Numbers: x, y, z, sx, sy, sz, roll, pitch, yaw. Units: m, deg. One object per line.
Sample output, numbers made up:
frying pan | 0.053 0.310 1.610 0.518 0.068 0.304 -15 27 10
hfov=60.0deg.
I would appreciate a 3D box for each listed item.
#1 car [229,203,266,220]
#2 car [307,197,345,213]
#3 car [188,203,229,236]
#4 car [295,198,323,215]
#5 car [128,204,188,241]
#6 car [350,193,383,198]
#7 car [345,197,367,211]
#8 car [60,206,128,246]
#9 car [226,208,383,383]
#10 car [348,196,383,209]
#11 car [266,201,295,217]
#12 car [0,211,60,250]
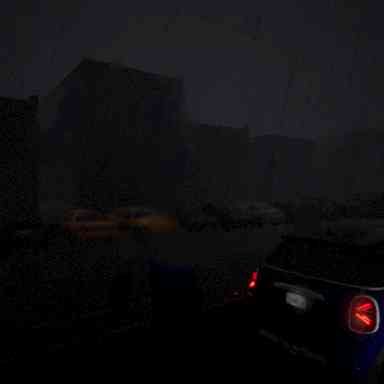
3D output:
car | 1.734 1.425 20.008 2.163 1.488 4.792 0 0 -36
car | 8.461 1.232 24.822 2.185 1.767 4.553 0 0 -36
car | -0.506 1.440 18.404 2.163 1.488 4.792 0 0 -36
car | 6.184 1.398 23.267 2.163 1.488 4.792 0 0 -36
car | -2.658 1.424 16.672 1.946 1.575 5.366 0 0 -36
car | 15.151 1.080 29.685 2.435 2.045 5.566 0 0 -36
car | 10.688 1.347 26.448 2.097 1.535 5.008 0 0 -36
car | -5.120 1.441 15.364 1.946 1.575 5.366 0 0 -36
car | 2.990 1.317 5.264 4.553 1.767 2.097 0 0 -36
car | 12.942 1.368 28.033 2.163 1.488 4.792 0 0 -36
car | 3.931 1.422 21.614 2.002 1.452 4.674 0 0 -36
car | -7.267 1.493 13.628 2.163 1.488 4.792 0 0 -36
